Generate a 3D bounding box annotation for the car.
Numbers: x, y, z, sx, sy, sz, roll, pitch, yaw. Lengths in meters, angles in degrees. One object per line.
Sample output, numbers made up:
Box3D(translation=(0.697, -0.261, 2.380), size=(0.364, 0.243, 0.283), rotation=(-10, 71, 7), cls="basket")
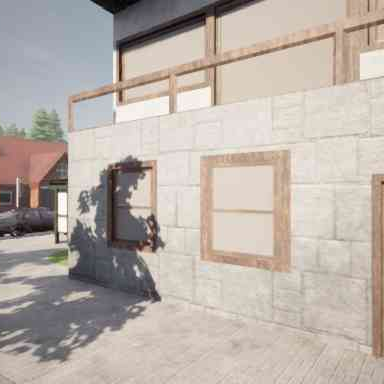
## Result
Box3D(translation=(-8.297, 1.547, 17.611), size=(2.033, 1.411, 5.357), rotation=(0, 0, 36), cls="car")
